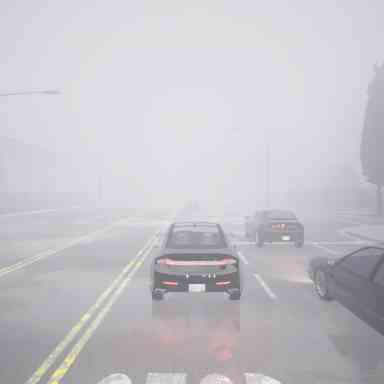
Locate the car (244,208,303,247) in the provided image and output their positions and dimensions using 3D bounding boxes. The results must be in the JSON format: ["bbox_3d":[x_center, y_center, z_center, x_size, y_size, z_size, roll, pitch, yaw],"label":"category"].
[{"bbox_3d":[3.565,1.505,15.046,1.837,1.490,4.892,0,0,0],"label":"car"}]

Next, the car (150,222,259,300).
[{"bbox_3d":[0.082,1.492,8.345,2.128,1.511,4.902,0,0,0],"label":"car"}]

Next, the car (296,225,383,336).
[{"bbox_3d":[3.588,1.547,5.300,2.033,1.411,5.357,0,0,0],"label":"car"}]

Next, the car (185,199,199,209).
[{"bbox_3d":[0.001,1.601,44.142,1.895,1.301,4.718,0,0,0],"label":"car"}]
